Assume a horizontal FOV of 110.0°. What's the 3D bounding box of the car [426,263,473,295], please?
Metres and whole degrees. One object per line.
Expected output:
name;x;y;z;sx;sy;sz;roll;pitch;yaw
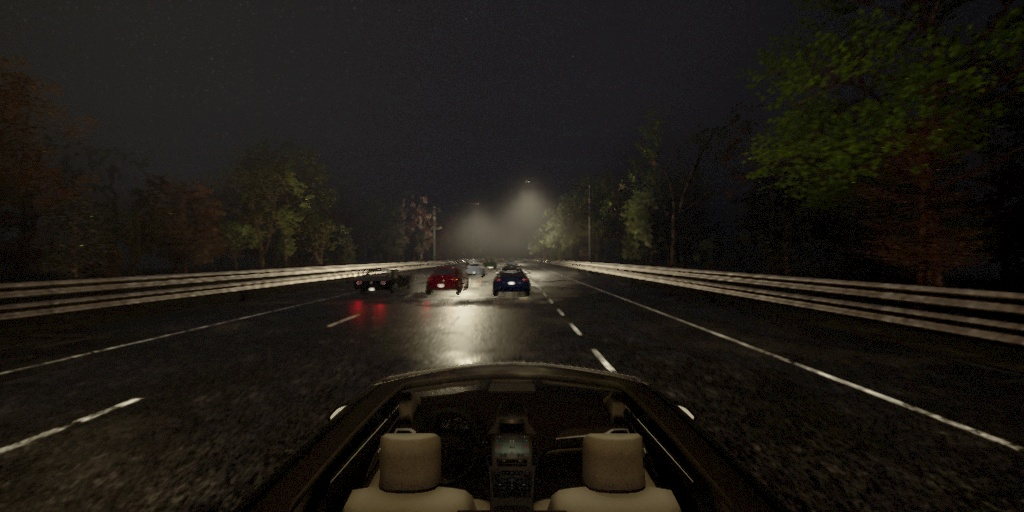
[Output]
car;-3.529;1.308;20.120;1.812;1.442;4.674;0;0;0

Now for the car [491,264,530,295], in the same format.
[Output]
car;-0.029;1.339;20.048;1.994;1.385;4.181;0;0;0

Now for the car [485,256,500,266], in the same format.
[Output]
car;-3.579;1.097;59.871;2.150;2.045;5.566;0;0;0

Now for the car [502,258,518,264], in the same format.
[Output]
car;-0.065;1.408;49.759;1.994;1.385;4.181;0;0;0

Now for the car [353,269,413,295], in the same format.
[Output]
car;-7.026;1.388;20.189;1.895;1.301;4.718;0;0;0

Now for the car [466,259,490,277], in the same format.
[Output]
car;-3.548;1.343;35.792;1.812;1.442;4.674;0;0;0
